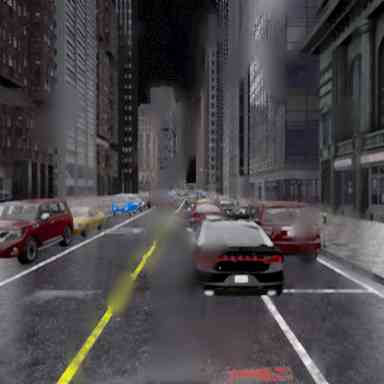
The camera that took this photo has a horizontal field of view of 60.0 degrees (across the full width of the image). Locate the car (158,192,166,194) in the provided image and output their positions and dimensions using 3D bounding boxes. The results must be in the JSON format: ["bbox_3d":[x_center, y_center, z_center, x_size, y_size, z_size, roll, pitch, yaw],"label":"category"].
[{"bbox_3d":[-5.697,0.863,51.062,2.192,1.841,5.009,0,0,0],"label":"car"}]

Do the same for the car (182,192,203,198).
[{"bbox_3d":[0.087,1.084,45.587,2.128,1.511,4.902,0,0,1],"label":"car"}]

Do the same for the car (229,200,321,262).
[{"bbox_3d":[2.774,1.207,11.574,2.192,1.841,5.009,0,1,0],"label":"car"}]

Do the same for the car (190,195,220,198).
[{"bbox_3d":[0.933,1.230,24.674,1.801,1.575,5.366,0,1,0],"label":"car"}]

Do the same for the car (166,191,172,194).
[{"bbox_3d":[-5.672,0.970,67.986,1.947,1.339,4.313,0,0,0],"label":"car"}]

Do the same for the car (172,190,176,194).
[{"bbox_3d":[-5.657,0.860,79.267,2.008,1.369,4.403,0,0,0],"label":"car"}]

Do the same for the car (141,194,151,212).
[{"bbox_3d":[-5.719,1.242,34.142,2.008,1.369,4.403,0,1,0],"label":"car"}]

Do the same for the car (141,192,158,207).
[{"bbox_3d":[-5.712,0.958,39.781,2.192,1.841,5.009,0,0,0],"label":"car"}]

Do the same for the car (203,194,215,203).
[{"bbox_3d":[2.837,1.066,56.698,1.947,1.339,4.313,0,0,0],"label":"car"}]

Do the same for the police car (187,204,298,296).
[{"bbox_3d":[0.897,1.345,8.596,1.930,1.638,5.238,0,1,0],"label":"police car"}]

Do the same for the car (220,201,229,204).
[{"bbox_3d":[2.783,1.391,17.216,2.008,1.369,4.403,0,1,0],"label":"car"}]

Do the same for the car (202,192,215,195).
[{"bbox_3d":[2.821,1.035,45.416,1.967,1.590,4.097,0,0,0],"label":"car"}]

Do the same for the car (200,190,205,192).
[{"bbox_3d":[2.860,0.901,73.619,1.887,1.381,4.507,0,0,0],"label":"car"}]

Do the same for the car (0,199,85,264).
[{"bbox_3d":[-5.751,1.207,11.578,2.192,1.841,5.009,0,1,0],"label":"car"}]

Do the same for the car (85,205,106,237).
[{"bbox_3d":[-5.743,1.368,17.051,1.752,1.417,4.829,0,1,0],"label":"car"}]

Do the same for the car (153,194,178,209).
[{"bbox_3d":[-3.045,1.253,38.761,1.895,1.301,4.718,0,0,0],"label":"car"}]

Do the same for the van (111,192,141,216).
[{"bbox_3d":[-5.728,1.082,28.500,1.690,1.788,3.998,0,1,0],"label":"van"}]

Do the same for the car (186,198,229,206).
[{"bbox_3d":[0.803,1.308,18.458,1.882,1.535,5.008,0,1,-2],"label":"car"}]
